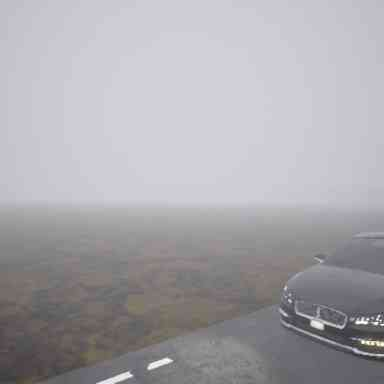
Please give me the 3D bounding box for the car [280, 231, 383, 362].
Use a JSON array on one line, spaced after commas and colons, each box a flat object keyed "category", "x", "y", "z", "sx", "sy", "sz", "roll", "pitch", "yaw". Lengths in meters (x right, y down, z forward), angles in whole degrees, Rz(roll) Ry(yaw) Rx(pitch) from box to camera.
[{"category": "car", "x": 3.555, "y": 1.506, "z": 5.867, "sx": 4.892, "sy": 1.490, "sz": 1.837, "roll": 0, "pitch": 0, "yaw": -38}]
